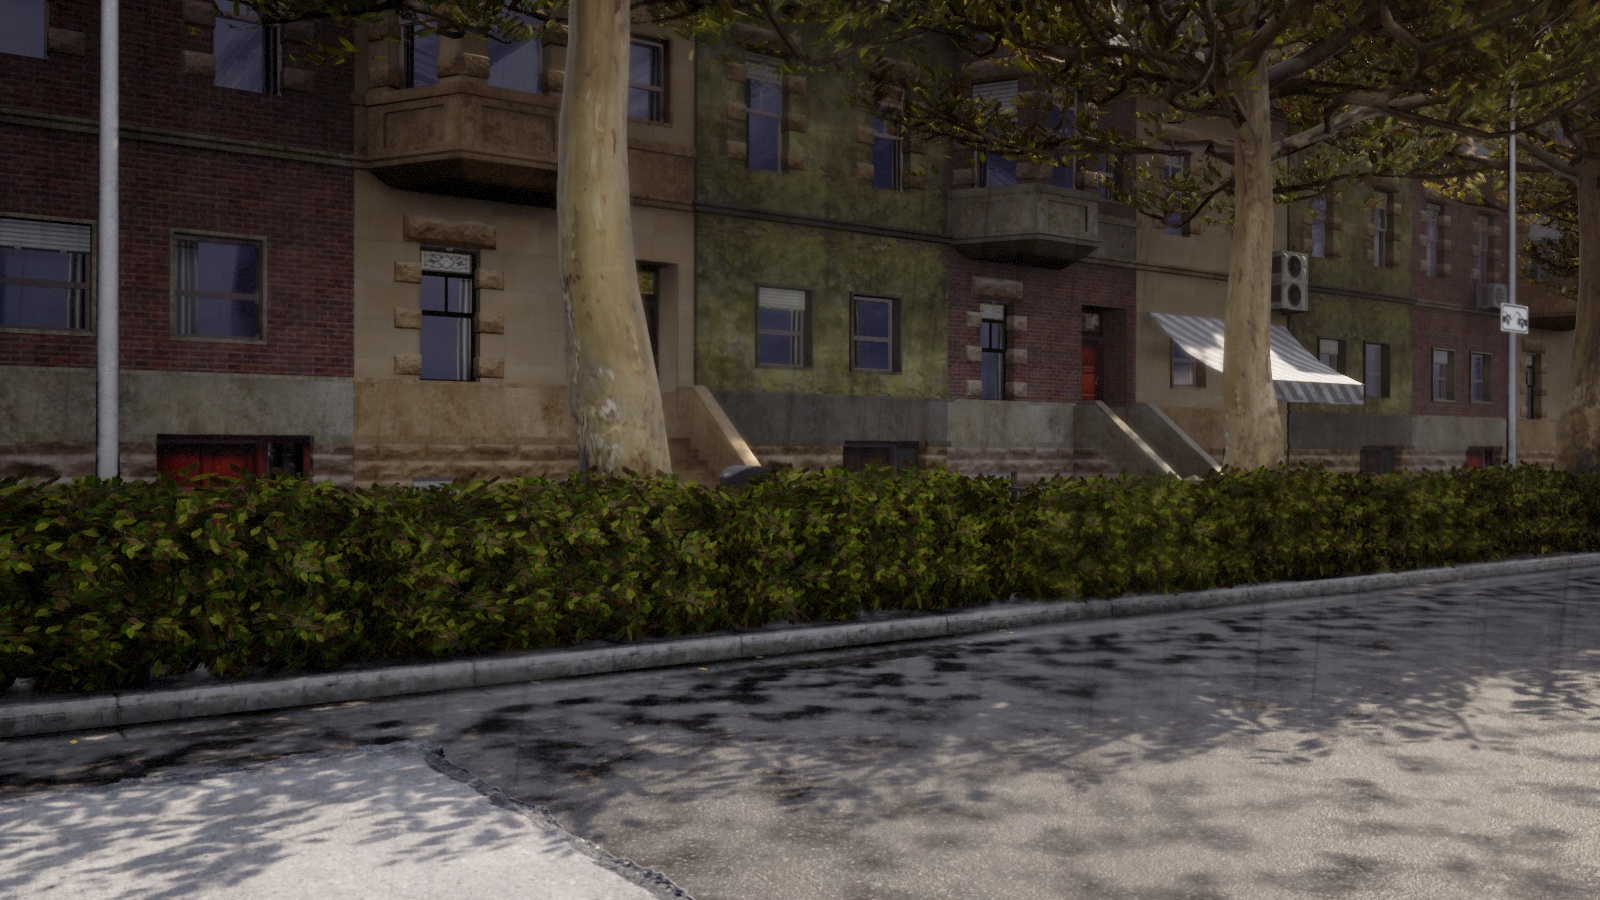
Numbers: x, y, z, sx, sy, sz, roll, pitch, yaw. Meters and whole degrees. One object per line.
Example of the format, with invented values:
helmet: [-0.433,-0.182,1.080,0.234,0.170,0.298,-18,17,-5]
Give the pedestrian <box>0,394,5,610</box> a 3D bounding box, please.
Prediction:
pedestrian: [-7.171,0.443,10.721,0.634,1.846,0.331,0,0,-34]
